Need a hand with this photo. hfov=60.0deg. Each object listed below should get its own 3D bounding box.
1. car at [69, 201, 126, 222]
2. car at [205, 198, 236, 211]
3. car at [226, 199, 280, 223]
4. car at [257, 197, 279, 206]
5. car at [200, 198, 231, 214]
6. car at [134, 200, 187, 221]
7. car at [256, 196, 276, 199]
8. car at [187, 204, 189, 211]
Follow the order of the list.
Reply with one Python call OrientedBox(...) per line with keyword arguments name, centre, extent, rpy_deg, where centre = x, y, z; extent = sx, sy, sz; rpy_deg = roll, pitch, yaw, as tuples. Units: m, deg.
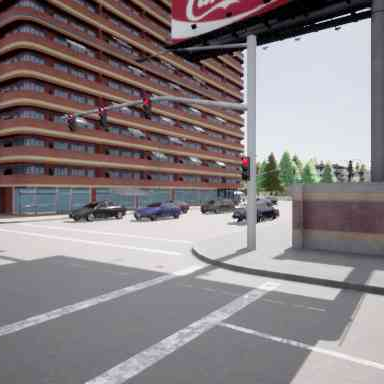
OrientedBox(name="car", centre=(-7.447, 1.505, 26.629), extent=(1.837, 1.490, 4.892), rpy_deg=(0, 0, 35))
OrientedBox(name="car", centre=(3.677, 1.526, 42.395), extent=(1.812, 1.442, 4.674), rpy_deg=(0, 0, 36))
OrientedBox(name="car", centre=(5.023, 1.547, 25.743), extent=(2.033, 1.411, 5.357), rpy_deg=(0, 0, 35))
OrientedBox(name="car", centre=(12.569, 1.508, 54.847), extent=(1.837, 1.490, 4.892), rpy_deg=(0, 0, 35))
OrientedBox(name="car", centre=(2.711, 1.506, 34.953), extent=(1.837, 1.490, 4.892), rpy_deg=(0, 0, 35))
OrientedBox(name="car", centre=(-2.700, 1.526, 27.250), extent=(1.812, 1.442, 4.674), rpy_deg=(0, 0, 35))
OrientedBox(name="car", centre=(9.028, 1.526, 43.877), extent=(1.812, 1.442, 4.674), rpy_deg=(0, 0, 35))
OrientedBox(name="car", centre=(-2.132, 1.526, 34.146), extent=(1.812, 1.442, 4.674), rpy_deg=(0, 0, 35))
